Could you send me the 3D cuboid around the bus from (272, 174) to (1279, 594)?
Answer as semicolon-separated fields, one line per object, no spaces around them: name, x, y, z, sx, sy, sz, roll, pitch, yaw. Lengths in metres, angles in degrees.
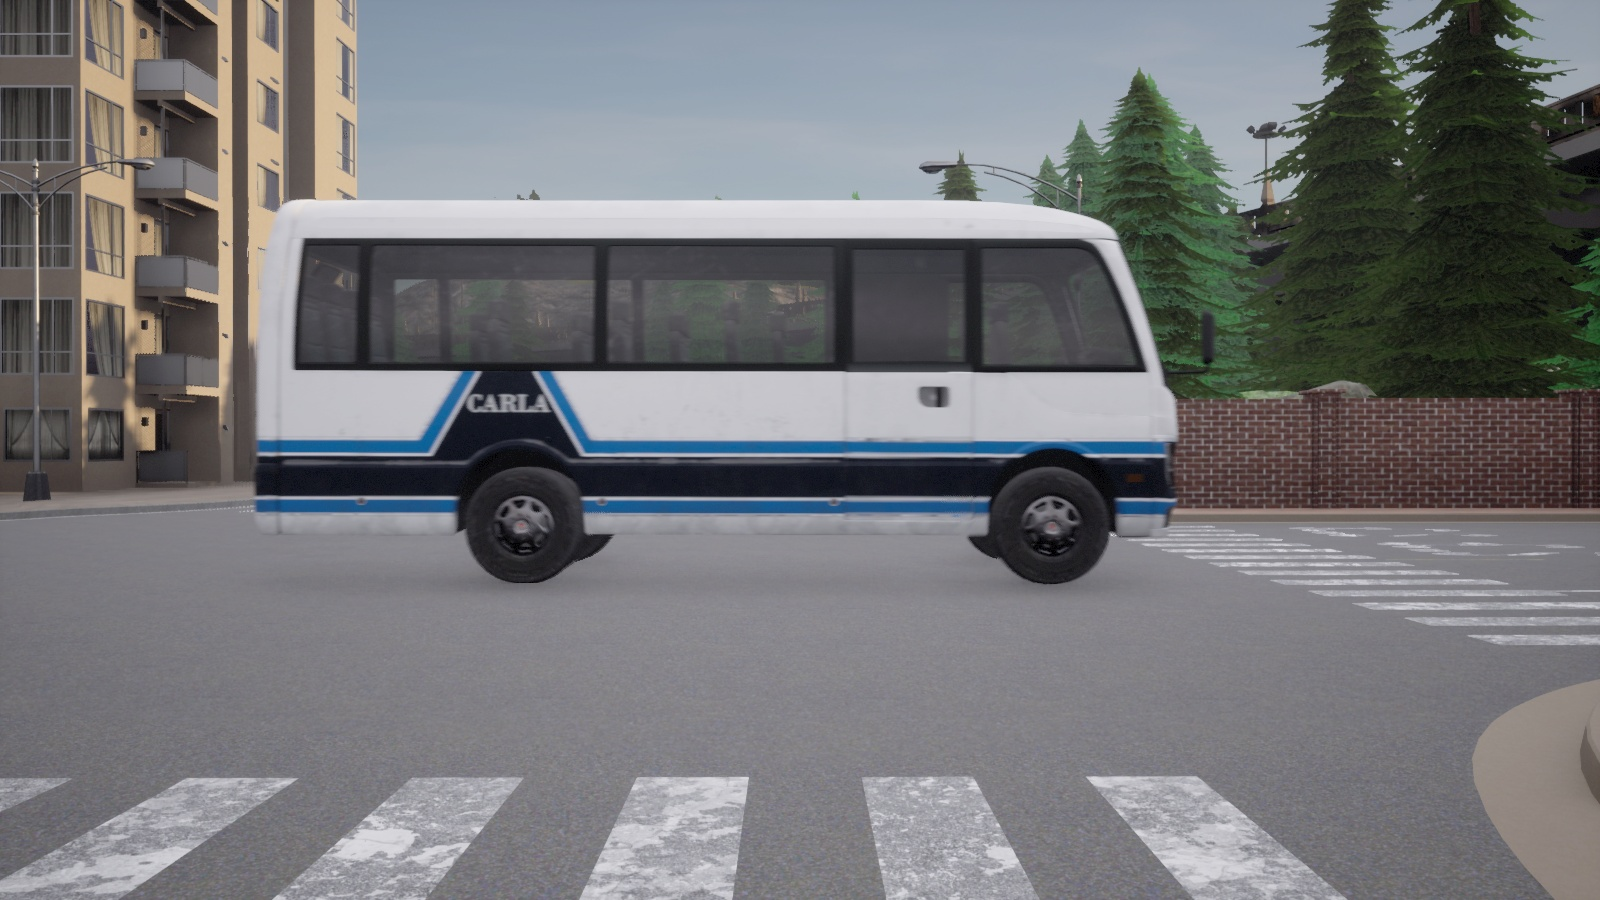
bus;-0.259;-0.693;14.808;10.273;4.253;3.944;0;1;0
